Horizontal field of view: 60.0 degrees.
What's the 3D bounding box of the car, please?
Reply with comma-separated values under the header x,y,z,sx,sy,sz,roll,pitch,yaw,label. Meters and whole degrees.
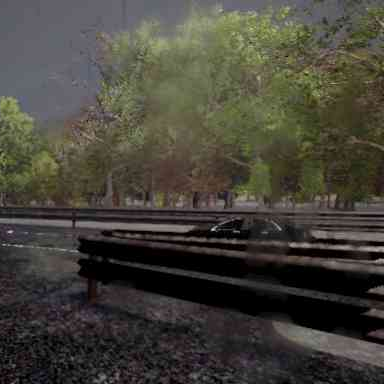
x,y,z,sx,sy,sz,roll,pitch,yaw,label
1.946,1.606,12.365,4.892,1.490,1.837,-1,0,24,car
